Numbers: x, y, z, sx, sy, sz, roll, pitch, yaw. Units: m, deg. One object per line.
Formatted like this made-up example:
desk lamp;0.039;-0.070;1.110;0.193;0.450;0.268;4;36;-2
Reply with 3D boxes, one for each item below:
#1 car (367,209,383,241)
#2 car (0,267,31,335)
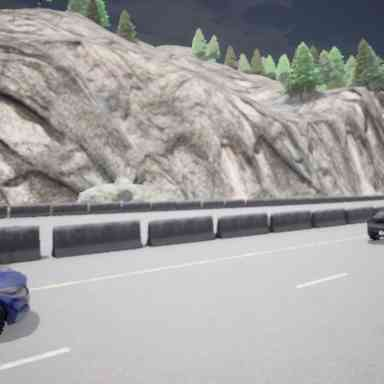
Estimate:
car;9.826;1.441;15.094;4.892;1.490;1.837;0;0;-36
car;-4.823;1.540;4.597;4.674;1.442;1.812;0;0;-36
